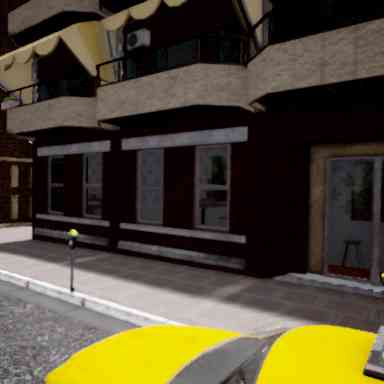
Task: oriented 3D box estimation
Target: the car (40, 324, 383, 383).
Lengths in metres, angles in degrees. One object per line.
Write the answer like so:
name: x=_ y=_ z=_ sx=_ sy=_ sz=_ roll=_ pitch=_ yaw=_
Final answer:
car: x=0.873 y=1.522 z=2.087 sx=4.829 sy=1.417 sz=1.752 roll=1 pitch=1 yaw=35
